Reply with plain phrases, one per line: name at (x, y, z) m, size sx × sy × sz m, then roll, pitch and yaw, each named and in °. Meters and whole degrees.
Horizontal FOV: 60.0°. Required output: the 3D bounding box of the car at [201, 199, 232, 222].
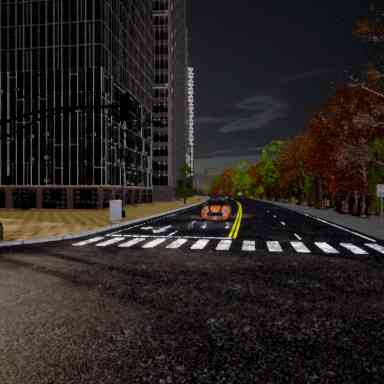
car at (2.027, 1.350, 26.536) m, size 2.097 × 1.767 × 4.553 m, roll 0°, pitch 0°, yaw 9°
